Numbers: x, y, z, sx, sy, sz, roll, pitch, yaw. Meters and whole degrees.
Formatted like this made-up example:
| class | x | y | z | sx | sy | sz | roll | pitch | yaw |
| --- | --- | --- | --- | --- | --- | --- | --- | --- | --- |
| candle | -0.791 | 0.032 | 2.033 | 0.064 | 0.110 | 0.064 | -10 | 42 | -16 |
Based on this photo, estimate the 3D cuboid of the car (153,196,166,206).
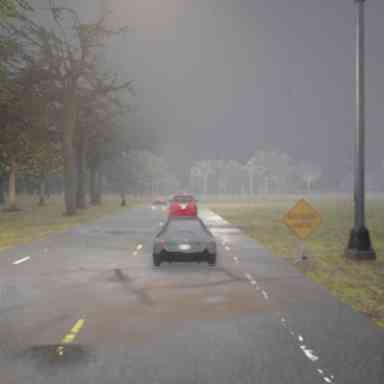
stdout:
| class | x | y | z | sx | sy | sz | roll | pitch | yaw |
| --- | --- | --- | --- | --- | --- | --- | --- | --- | --- |
| car | -5.010 | 1.379 | 52.210 | 1.882 | 1.535 | 5.008 | 0 | 0 | -1 |

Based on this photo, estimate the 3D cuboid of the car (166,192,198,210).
| class | x | y | z | sx | sy | sz | roll | pitch | yaw |
| --- | --- | --- | --- | --- | --- | --- | --- | --- | --- |
| car | -0.665 | 1.173 | 26.651 | 2.150 | 2.045 | 5.566 | 0 | 0 | -1 |

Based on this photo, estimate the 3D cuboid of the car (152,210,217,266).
| class | x | y | z | sx | sy | sz | roll | pitch | yaw |
| --- | --- | --- | --- | --- | --- | --- | --- | --- | --- |
| car | -0.245 | 1.541 | 11.537 | 1.994 | 1.385 | 4.181 | 0 | 0 | -1 |

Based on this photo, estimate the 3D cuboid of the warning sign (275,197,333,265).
| class | x | y | z | sx | sy | sz | roll | pitch | yaw |
| --- | --- | --- | --- | --- | --- | --- | --- | --- | --- |
| warning sign | 3.274 | 1.096 | 9.834 | 1.300 | 1.860 | 1.060 | -1 | -1 | -2 |
